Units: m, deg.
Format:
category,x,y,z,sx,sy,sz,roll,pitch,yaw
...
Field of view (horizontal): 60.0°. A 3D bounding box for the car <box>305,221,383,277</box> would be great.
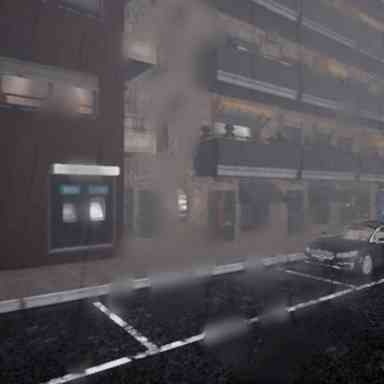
category,x,y,z,sx,sy,sz,roll,pitch,yaw
car,5.317,1.605,10.356,4.403,1.369,2.008,0,0,-35
